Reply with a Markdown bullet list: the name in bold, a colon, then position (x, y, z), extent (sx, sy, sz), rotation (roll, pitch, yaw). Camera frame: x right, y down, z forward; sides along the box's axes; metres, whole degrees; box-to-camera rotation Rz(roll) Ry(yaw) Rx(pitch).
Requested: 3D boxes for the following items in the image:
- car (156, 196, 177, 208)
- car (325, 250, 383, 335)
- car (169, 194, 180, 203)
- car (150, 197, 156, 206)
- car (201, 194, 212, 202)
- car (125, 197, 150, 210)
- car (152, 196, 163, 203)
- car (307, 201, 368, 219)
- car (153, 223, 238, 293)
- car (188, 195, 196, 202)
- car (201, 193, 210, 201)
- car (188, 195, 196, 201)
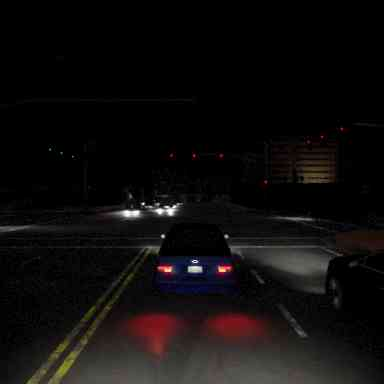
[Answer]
- **car**: position (-3.649, 1.601, 47.643), extent (1.895, 1.301, 4.718), rotation (0, 0, 0)
- **car**: position (3.557, 1.491, 4.721), extent (2.128, 1.511, 4.902), rotation (0, 0, 0)
- **car**: position (-3.651, 1.491, 58.066), extent (2.128, 1.511, 4.902), rotation (0, 0, 0)
- **car**: position (-7.156, 1.546, 54.392), extent (2.033, 1.411, 5.357), rotation (0, 0, 0)
- **car**: position (3.407, 1.344, 74.756), extent (2.097, 1.767, 4.553), rotation (0, 0, 0)
- **car**: position (-7.194, 1.491, 42.628), extent (2.128, 1.511, 4.902), rotation (0, 0, 2)
- **car**: position (-7.086, 1.601, 68.916), extent (1.895, 1.301, 4.718), rotation (0, 0, 0)
- **car**: position (12.265, 1.505, 28.116), extent (4.892, 1.490, 1.837), rotation (0, 0, -3)
- **car**: position (0.072, 1.547, 8.962), extent (2.033, 1.411, 5.357), rotation (0, 0, 0)
- **car**: position (-0.092, 1.531, 74.462), extent (2.033, 1.411, 5.357), rotation (0, 0, 0)
- **car**: position (3.395, 1.228, 84.712), extent (2.097, 1.767, 4.553), rotation (0, 0, 0)
- **car**: position (-0.105, 1.425, 84.736), extent (1.994, 1.385, 4.181), rotation (0, 0, 0)
